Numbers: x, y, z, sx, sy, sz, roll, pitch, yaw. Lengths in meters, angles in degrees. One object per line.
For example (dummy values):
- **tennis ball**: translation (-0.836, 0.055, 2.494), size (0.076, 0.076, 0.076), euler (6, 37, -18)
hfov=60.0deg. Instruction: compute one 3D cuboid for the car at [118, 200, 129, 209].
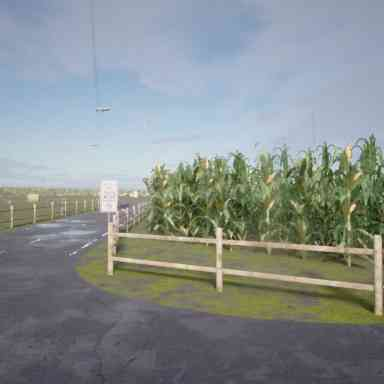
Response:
- **car**: translation (-11.071, 1.876, 52.077), size (1.994, 1.385, 4.181), euler (1, 0, -4)
